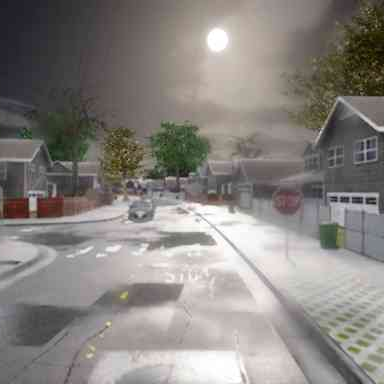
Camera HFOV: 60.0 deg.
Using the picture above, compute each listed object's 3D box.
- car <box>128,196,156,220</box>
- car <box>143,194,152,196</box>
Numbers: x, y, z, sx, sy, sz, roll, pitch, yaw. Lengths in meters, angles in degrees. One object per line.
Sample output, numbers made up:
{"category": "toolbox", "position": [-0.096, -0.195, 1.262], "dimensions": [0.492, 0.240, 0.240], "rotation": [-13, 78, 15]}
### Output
{"category": "car", "position": [-3.841, 1.334, 25.876], "dimensions": [2.128, 1.511, 4.902], "rotation": [0, 1, -5]}
{"category": "car", "position": [-6.670, 1.128, 49.968], "dimensions": [1.837, 1.490, 4.892], "rotation": [0, 1, -9]}
